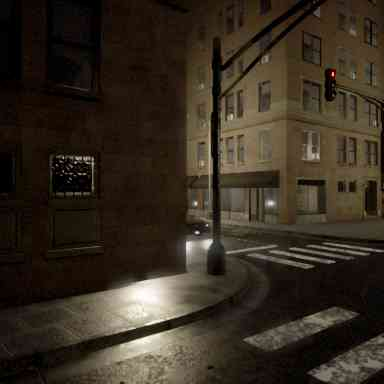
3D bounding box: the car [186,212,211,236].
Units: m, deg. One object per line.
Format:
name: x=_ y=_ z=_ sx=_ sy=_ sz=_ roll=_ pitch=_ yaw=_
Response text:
car: x=-1.298 y=1.515 z=17.757 sx=2.033 sy=1.411 sz=5.357 roll=0 pitch=0 yaw=-36
